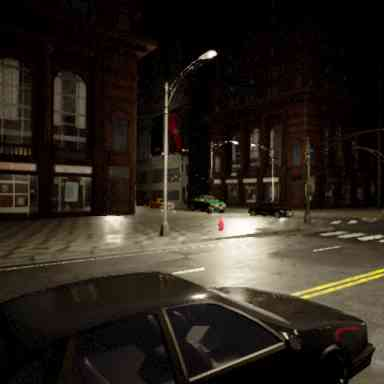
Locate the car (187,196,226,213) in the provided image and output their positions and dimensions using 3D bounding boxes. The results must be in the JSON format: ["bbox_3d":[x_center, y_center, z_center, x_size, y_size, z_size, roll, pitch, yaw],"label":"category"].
[{"bbox_3d":[1.624,1.437,39.051,2.150,2.045,5.566,1,-1,-36],"label":"car"}]

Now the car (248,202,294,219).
[{"bbox_3d":[7.282,1.696,31.097,1.812,1.442,4.674,1,-1,-35],"label":"car"}]

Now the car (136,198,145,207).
[{"bbox_3d":[-7.977,1.829,58.040,1.882,1.535,5.008,1,-1,-35],"label":"car"}]

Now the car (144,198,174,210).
[{"bbox_3d":[-4.440,1.741,47.571,1.882,1.535,5.008,1,-1,-35],"label":"car"}]

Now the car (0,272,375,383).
[{"bbox_3d":[-0.453,1.551,3.122,5.357,1.411,2.033,0,0,-35],"label":"car"}]
